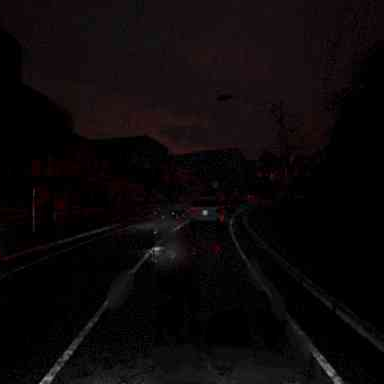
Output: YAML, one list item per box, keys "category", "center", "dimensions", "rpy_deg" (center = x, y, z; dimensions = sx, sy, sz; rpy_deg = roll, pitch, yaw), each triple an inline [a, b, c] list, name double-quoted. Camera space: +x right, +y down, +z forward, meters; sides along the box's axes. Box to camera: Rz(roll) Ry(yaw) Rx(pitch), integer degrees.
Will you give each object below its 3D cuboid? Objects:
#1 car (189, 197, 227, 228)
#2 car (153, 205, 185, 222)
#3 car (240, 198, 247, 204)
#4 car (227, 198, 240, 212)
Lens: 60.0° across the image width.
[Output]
- category: "car"
  center: [1.121, 1.335, 23.133]
  dimensions: [2.150, 2.045, 5.566]
  rpy_deg: [-1, 0, 7]
- category: "car"
  center: [-1.900, 1.789, 28.662]
  dimensions: [1.895, 1.301, 4.718]
  rpy_deg: [-1, 0, 9]
- category: "car"
  center: [10.020, 1.836, 68.402]
  dimensions: [1.994, 1.385, 4.181]
  rpy_deg: [-3, -1, 24]
- category: "car"
  center: [4.238, 1.712, 40.801]
  dimensions: [2.033, 1.411, 5.357]
  rpy_deg: [-1, 0, 13]
